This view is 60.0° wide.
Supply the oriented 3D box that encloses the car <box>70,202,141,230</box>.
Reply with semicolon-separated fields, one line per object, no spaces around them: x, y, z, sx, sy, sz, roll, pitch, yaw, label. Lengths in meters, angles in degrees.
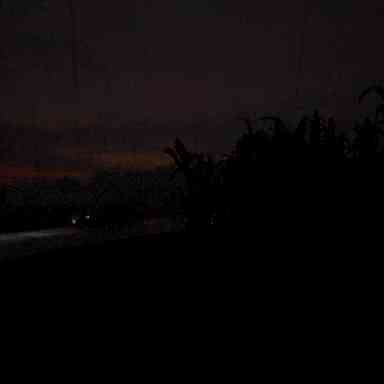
-5.368;1.435;21.136;2.128;1.511;4.902;1;0;35;car
